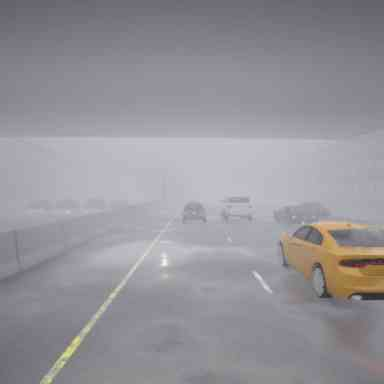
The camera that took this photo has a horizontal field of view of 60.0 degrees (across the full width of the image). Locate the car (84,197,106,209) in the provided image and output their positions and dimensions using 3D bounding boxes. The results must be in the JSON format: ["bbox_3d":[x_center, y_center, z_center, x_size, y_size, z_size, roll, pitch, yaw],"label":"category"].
[{"bbox_3d":[-13.927,1.481,47.761,2.097,1.767,4.553,0,0,1],"label":"car"}]

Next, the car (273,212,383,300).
[{"bbox_3d":[3.625,1.501,8.498,1.882,1.535,5.008,0,0,0],"label":"car"}]

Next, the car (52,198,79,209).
[{"bbox_3d":[-17.438,1.634,46.777,1.837,1.490,4.892,0,-1,1],"label":"car"}]

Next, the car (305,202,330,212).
[{"bbox_3d":[10.678,1.629,29.974,2.033,1.411,5.357,0,0,0],"label":"car"}]

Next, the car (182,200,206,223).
[{"bbox_3d":[0.172,1.620,26.572,2.033,1.411,5.357,0,0,0],"label":"car"}]

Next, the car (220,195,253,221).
[{"bbox_3d":[3.667,1.300,28.029,2.150,2.045,5.566,0,0,0],"label":"car"}]

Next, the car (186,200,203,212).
[{"bbox_3d":[0.215,1.677,41.474,1.994,1.385,4.181,0,0,-2],"label":"car"}]

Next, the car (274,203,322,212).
[{"bbox_3d":[7.166,1.665,23.534,1.895,1.301,4.718,0,0,0],"label":"car"}]

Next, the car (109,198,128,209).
[{"bbox_3d":[-10.427,1.655,47.692,1.812,1.442,4.674,0,0,1],"label":"car"}]

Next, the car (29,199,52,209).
[{"bbox_3d":[-20.942,1.691,46.462,1.994,1.385,4.181,0,0,1],"label":"car"}]
